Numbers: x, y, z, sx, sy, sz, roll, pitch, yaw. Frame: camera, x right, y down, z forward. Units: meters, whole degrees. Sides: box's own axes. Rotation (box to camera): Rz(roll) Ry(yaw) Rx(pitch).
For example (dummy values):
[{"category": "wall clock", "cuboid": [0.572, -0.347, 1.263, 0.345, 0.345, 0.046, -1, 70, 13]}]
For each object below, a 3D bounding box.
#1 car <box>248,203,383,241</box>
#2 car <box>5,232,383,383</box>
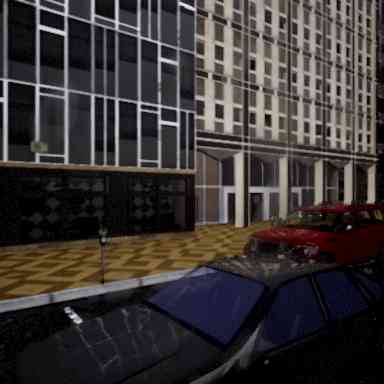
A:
[{"category": "car", "cuboid": [3.736, 1.273, 9.216, 5.009, 1.841, 2.192, 0, 1, -35]}, {"category": "car", "cuboid": [0.828, 1.532, 3.966, 5.357, 1.411, 2.033, 0, 0, -36]}]
